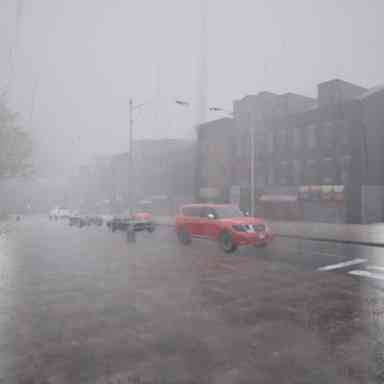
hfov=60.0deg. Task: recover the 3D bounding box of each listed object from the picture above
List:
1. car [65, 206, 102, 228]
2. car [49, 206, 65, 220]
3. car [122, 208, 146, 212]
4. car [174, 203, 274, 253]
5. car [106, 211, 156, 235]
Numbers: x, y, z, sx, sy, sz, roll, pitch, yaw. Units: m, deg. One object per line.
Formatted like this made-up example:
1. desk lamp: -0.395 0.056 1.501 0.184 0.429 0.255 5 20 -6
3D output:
1. car: -10.358 2.440 32.249 2.097 1.767 4.553 0 -2 -35
2. car: -20.515 3.196 51.582 2.150 2.045 5.566 0 -2 -35
3. car: -5.670 2.261 30.743 2.097 1.767 4.553 0 -2 -36
4. car: 1.276 1.565 15.907 2.150 2.045 5.566 0 -2 -35
5. car: -4.432 2.290 23.917 1.895 1.301 4.718 0 -2 -36
